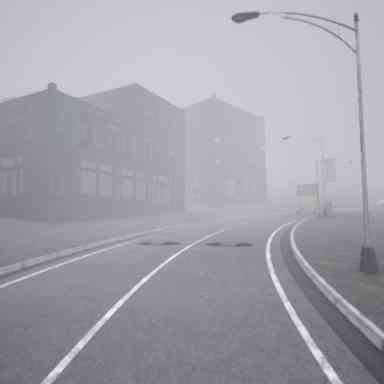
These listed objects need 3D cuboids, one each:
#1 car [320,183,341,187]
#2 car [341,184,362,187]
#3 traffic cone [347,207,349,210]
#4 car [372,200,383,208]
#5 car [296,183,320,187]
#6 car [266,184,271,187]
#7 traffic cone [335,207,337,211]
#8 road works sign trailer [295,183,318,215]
[{"bbox_3d":[34.086,-1.451,83.868,4.892,1.521,2.231,0,-5,-4],"label":"car"},{"bbox_3d":[39.612,-1.384,84.368,4.674,1.452,2.002,0,-5,-5],"label":"car"},{"bbox_3d":[22.808,2.388,48.554,0.340,0.580,0.340,0,-5,-44],"label":"traffic cone"},{"bbox_3d":[33.208,2.088,57.371,4.674,1.442,1.812,-1,-5,-24],"label":"car"},{"bbox_3d":[28.581,-1.451,83.468,4.892,1.521,2.231,0,-5,-4],"label":"car"},{"bbox_3d":[17.666,-1.550,82.701,4.553,1.767,2.185,0,-5,-4],"label":"car"},{"bbox_3d":[20.682,2.448,47.870,0.340,0.580,0.340,1,-5,-44],"label":"traffic cone"},{"bbox_3d":[13.729,0.835,39.377,2.380,3.560,2.880,-4,-3,41],"label":"road works sign trailer"}]
